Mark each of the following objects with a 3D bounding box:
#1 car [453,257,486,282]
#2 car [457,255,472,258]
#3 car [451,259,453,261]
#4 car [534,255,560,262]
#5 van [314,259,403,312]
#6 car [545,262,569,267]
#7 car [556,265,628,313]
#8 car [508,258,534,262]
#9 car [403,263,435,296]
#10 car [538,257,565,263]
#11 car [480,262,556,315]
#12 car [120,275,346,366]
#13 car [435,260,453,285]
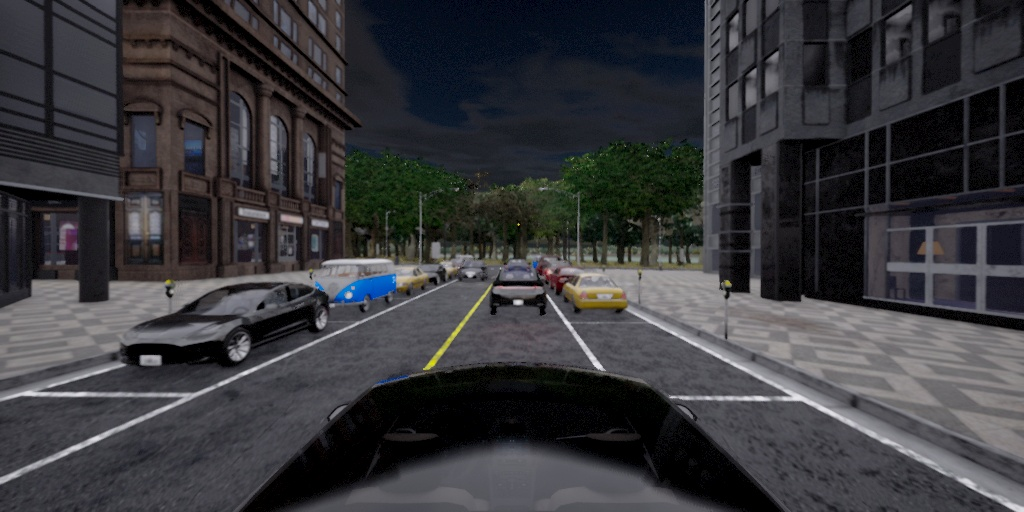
[{"bbox_3d":[-2.792,1.070,26.761,2.128,1.511,4.902,0,0,1],"label":"car"},{"bbox_3d":[-5.372,0.962,35.056,1.967,1.591,4.097,0,0,1],"label":"car"},{"bbox_3d":[-5.441,1.083,29.449,1.751,1.417,4.829,0,0,1],"label":"car"},{"bbox_3d":[3.086,0.880,29.514,2.192,1.841,5.009,0,0,1],"label":"car"},{"bbox_3d":[-5.639,1.006,13.308,1.690,1.789,3.998,0,0,1],"label":"van"},{"bbox_3d":[2.952,1.182,18.640,1.888,1.381,4.507,0,0,1],"label":"car"},{"bbox_3d":[2.888,1.199,13.373,1.751,1.417,4.829,0,0,1],"label":"car"},{"bbox_3d":[0.404,0.926,27.959,2.097,1.767,4.553,0,0,1],"label":"car"},{"bbox_3d":[-5.574,1.154,18.575,1.751,1.417,4.829,0,0,1],"label":"car"},{"bbox_3d":[3.019,1.041,24.077,1.967,1.591,4.097,0,0,1],"label":"car"},{"bbox_3d":[0.223,1.163,13.205,2.128,1.511,4.902,0,0,1],"label":"car"},{"bbox_3d":[-5.706,1.268,7.871,1.948,1.339,4.313,0,0,1],"label":"car"},{"bbox_3d":[-5.505,1.159,24.182,1.948,1.339,4.313,0,0,1],"label":"car"}]
